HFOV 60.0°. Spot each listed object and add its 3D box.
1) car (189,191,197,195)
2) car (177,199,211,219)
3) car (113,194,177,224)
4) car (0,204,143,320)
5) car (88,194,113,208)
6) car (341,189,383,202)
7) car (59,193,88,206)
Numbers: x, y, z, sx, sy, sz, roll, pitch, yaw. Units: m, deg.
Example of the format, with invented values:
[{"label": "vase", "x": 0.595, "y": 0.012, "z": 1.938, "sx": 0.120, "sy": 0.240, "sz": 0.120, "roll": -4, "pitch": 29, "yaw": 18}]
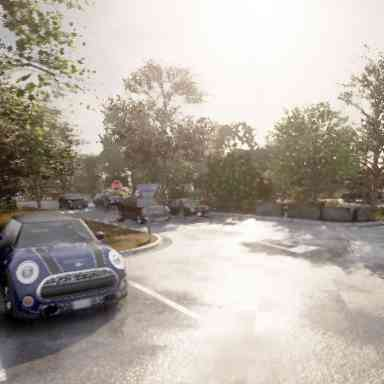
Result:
[{"label": "car", "x": 0.610, "y": 0.499, "z": 60.041, "sx": 4.674, "sy": 1.442, "sz": 1.812, "roll": 0, "pitch": 0, "yaw": -30}, {"label": "car", "x": -0.778, "y": 1.178, "z": 24.476, "sx": 1.895, "sy": 1.301, "sz": 4.718, "roll": -4, "pitch": 3, "yaw": -36}, {"label": "car", "x": -3.277, "y": 1.110, "z": 22.448, "sx": 2.097, "sy": 1.767, "sz": 4.553, "roll": -4, "pitch": 3, "yaw": -35}, {"label": "car", "x": -3.194, "y": 1.336, "z": 7.567, "sx": 2.185, "sy": 1.767, "sz": 4.553, "roll": -1, "pitch": 0, "yaw": -35}, {"label": "car", "x": -8.982, "y": 0.944, "z": 35.876, "sx": 2.033, "sy": 1.411, "sz": 5.357, "roll": -4, "pitch": 3, "yaw": -35}, {"label": "car", "x": 25.213, "y": 0.399, "z": 49.461, "sx": 2.150, "sy": 2.045, "sz": 5.566, "roll": -4, "pitch": 4, "yaw": -35}, {"label": "car", "x": -12.837, "y": 0.887, "z": 35.923, "sx": 2.097, "sy": 1.767, "sz": 4.553, "roll": -4, "pitch": 3, "yaw": -36}]
